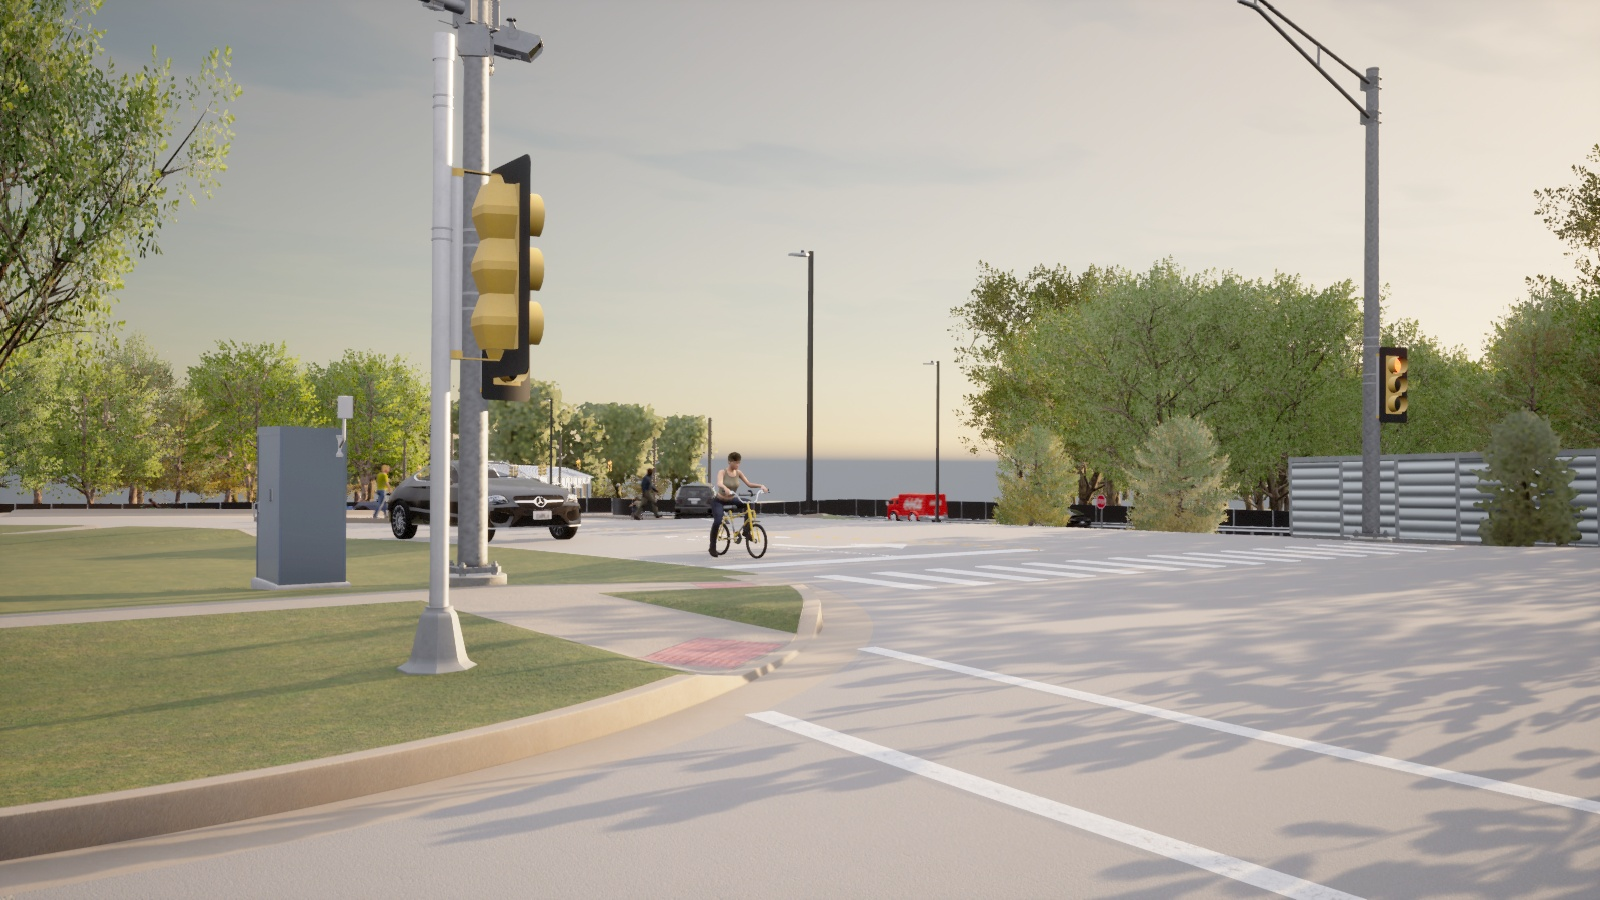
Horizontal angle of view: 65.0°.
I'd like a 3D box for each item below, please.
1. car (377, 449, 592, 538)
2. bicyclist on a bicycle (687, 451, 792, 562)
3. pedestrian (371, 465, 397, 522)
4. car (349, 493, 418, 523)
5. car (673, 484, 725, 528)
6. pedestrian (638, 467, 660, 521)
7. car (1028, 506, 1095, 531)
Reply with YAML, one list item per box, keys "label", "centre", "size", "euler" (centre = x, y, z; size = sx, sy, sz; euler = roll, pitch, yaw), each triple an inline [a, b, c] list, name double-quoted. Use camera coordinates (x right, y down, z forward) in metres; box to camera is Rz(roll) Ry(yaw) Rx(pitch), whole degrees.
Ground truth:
- label: "car"
  centre: [-6.569, 0.887, 25.742]
  size: [2.152, 1.651, 5.027]
  euler: [0, -2, -42]
- label: "bicyclist on a bicycle"
  centre: [-0.941, 0.837, 19.197]
  size: [0.866, 1.612, 1.509]
  euler: [0, -1, -39]
- label: "pedestrian"
  centre: [-13.676, 1.416, 41.275]
  size: [0.706, 1.836, 0.354]
  euler: [0, 0, -38]
- label: "car"
  centre: [-27.038, 3.763, 81.636]
  size: [3.866, 1.878, 1.905]
  euler: [0, -4, -3]
- label: "car"
  centre: [-5.240, 2.995, 65.857]
  size: [2.150, 2.045, 5.566]
  euler: [0, -5, 1]
- label: "pedestrian"
  centre: [-5.148, 1.499, 42.890]
  size: [0.726, 1.835, 0.370]
  euler: [0, 0, -7]
- label: "car"
  centre: [17.914, 4.676, 86.351]
  size: [1.882, 1.535, 5.008]
  euler: [0, -2, -24]
